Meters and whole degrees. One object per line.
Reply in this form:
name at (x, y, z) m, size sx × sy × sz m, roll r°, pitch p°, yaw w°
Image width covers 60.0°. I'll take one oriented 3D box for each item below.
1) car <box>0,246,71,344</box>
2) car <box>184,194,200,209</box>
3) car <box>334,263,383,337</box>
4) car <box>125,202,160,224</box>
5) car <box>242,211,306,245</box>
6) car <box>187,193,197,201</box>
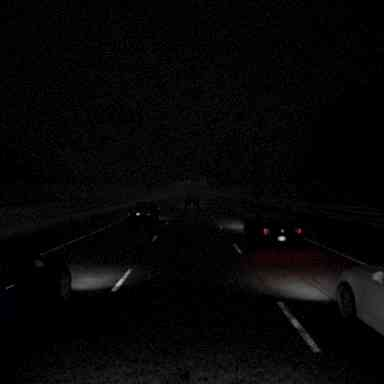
car at (-3.398, 1.500, 4.929) m, size 1.812 × 1.442 × 4.674 m, roll 0°, pitch 0°, yaw 0°
car at (0.002, 1.319, 42.951) m, size 1.837 × 1.490 × 4.892 m, roll 0°, pitch -1°, yaw 0°
car at (3.501, 1.504, 4.141) m, size 1.812 × 1.442 × 4.674 m, roll 0°, pitch 0°, yaw 0°
car at (-3.397, 1.440, 23.474) m, size 2.033 × 1.411 × 5.357 m, roll 0°, pitch 0°, yaw 0°
car at (3.502, 1.527, 15.173) m, size 1.895 × 1.301 × 4.718 m, roll 0°, pitch 0°, yaw 0°
car at (0.007, 1.033, 73.696) m, size 2.097 × 1.767 × 4.553 m, roll 0°, pitch 0°, yaw 0°
